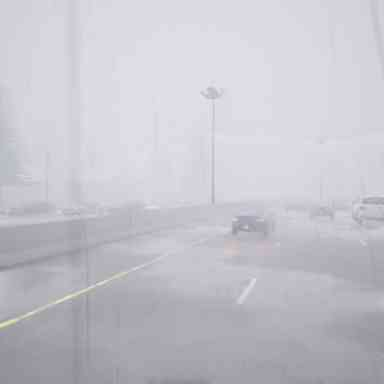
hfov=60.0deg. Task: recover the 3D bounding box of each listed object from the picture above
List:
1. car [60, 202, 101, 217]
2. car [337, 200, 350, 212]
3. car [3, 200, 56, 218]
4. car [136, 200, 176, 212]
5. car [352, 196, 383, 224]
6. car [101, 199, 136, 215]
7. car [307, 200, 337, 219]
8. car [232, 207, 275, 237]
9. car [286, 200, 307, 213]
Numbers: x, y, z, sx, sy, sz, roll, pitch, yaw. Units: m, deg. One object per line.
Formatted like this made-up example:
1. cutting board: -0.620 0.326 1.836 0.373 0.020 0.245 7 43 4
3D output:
1. car: -10.287 1.618 31.917 1.895 1.301 4.718 0 0 22
2. car: 17.713 1.633 40.198 1.994 1.385 4.181 0 0 35
3. car: -14.660 1.501 30.306 2.128 1.511 4.902 0 0 21
4. car: -3.018 1.554 31.240 1.812 1.442 4.674 0 0 22
5. car: 13.310 1.269 24.716 2.150 2.045 5.566 0 0 22
6. car: -6.289 1.502 32.460 1.882 1.535 5.008 0 0 23
7. car: 11.511 1.574 29.246 1.812 1.442 4.674 0 0 25
8. car: 3.447 1.550 18.351 1.812 1.442 4.674 0 0 20
9. car: 11.982 1.584 37.774 1.812 1.442 4.674 0 0 31
